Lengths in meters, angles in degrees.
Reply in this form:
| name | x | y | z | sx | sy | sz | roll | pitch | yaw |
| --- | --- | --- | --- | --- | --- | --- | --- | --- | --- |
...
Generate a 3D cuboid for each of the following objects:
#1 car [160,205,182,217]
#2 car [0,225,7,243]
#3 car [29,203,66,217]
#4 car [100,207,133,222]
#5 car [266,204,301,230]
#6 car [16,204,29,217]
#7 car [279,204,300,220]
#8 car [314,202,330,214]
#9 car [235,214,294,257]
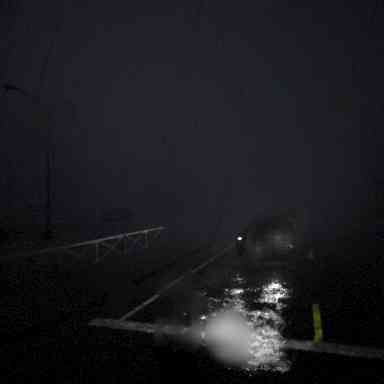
| name | x | y | z | sx | sy | sz | roll | pitch | yaw |
| --- | --- | --- | --- | --- | --- | --- | --- | --- | --- |
| car | -2.519 | 2.297 | 40.415 | 1.845 | 1.501 | 3.633 | -2 | -1 | 19 |
| car | -11.220 | 1.921 | 15.881 | 2.007 | 1.523 | 4.514 | -2 | -1 | 19 |
| car | -19.987 | 2.518 | 46.760 | 1.932 | 1.855 | 4.605 | -2 | -1 | 19 |
| car | -7.809 | 2.290 | 34.418 | 1.970 | 1.475 | 3.806 | -2 | -1 | 19 |
| car | 6.514 | 1.879 | 24.054 | 2.128 | 1.511 | 4.902 | -2 | -1 | 19 |
| car | -22.863 | 2.570 | 47.342 | 1.905 | 1.878 | 3.866 | -2 | -1 | 19 |
| car | 10.286 | 2.043 | 34.868 | 1.837 | 1.490 | 4.892 | -2 | -1 | 19 |
| car | 17.704 | 2.082 | 45.277 | 1.882 | 1.535 | 5.008 | -2 | -1 | 19 |
| car | 3.184 | 1.852 | 14.393 | 1.895 | 1.301 | 4.718 | -2 | -1 | 19 |
